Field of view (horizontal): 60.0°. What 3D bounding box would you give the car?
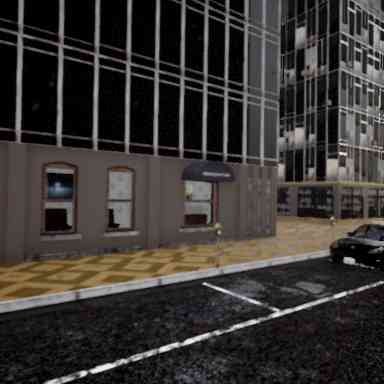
[{"bbox_3d":[6.462,1.687,11.150,4.313,1.339,1.947,1,0,-35],"label":"car"}]
